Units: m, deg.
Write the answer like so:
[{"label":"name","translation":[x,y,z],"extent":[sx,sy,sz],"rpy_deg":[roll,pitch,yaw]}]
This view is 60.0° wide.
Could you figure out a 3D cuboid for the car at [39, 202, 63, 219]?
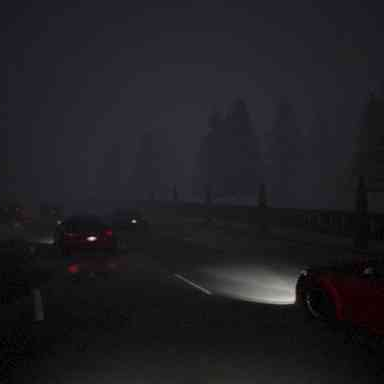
[{"label":"car","translation":[-13.244,1.648,31.219],"extent":[1.882,1.535,5.008],"rpy_deg":[0,-1,-27]}]

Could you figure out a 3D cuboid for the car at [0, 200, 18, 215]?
[{"label":"car","translation":[-21.060,1.721,38.151],"extent":[1.812,1.442,4.674],"rpy_deg":[0,0,-30]}]

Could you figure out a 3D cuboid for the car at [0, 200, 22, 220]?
[{"label":"car","translation":[-16.362,1.504,29.611],"extent":[2.097,1.767,4.553],"rpy_deg":[0,0,-27]}]

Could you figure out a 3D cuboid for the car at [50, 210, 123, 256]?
[{"label":"car","translation":[-4.459,1.642,13.613],"extent":[1.994,1.385,4.181],"rpy_deg":[0,0,-26]}]

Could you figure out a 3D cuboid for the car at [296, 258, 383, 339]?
[{"label":"car","translation":[3.650,1.608,5.188],"extent":[1.994,1.385,4.181],"rpy_deg":[0,0,-26]}]

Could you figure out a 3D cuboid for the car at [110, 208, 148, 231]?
[{"label":"car","translation":[-4.261,1.691,21.065],"extent":[1.994,1.385,4.181],"rpy_deg":[0,0,-26]}]
